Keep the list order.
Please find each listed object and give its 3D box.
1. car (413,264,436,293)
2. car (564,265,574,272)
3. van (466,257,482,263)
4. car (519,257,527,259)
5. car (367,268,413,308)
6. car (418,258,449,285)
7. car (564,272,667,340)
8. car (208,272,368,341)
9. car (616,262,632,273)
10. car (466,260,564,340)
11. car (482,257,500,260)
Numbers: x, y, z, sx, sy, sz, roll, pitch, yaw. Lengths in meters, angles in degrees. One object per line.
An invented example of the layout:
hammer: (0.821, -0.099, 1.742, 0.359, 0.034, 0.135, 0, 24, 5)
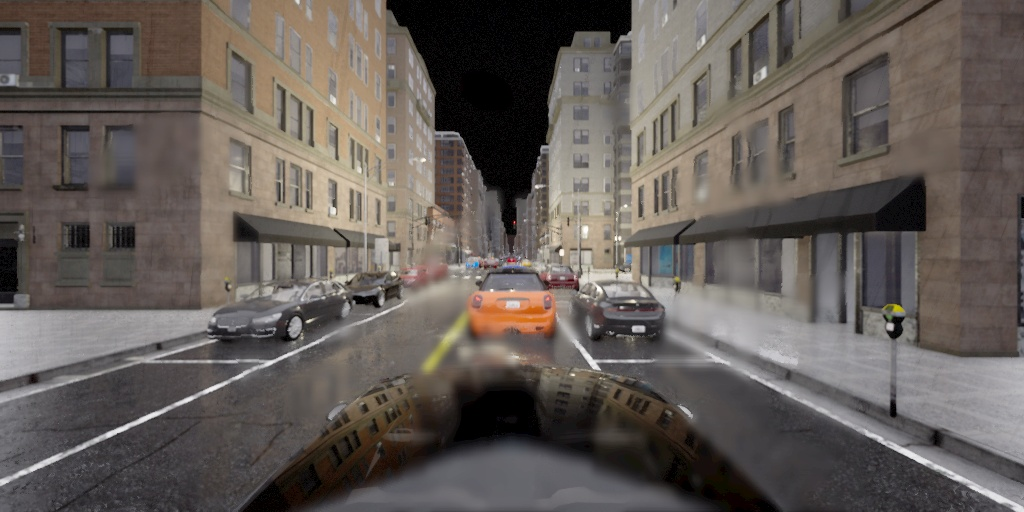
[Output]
car: (-5.873, 1.338, 20.744, 1.802, 1.307, 4.207, 0, 0, 0)
car: (2.653, 1.196, 20.777, 1.967, 1.591, 4.097, 0, 0, 0)
van: (-5.901, 1.101, 53.215, 1.690, 1.789, 3.998, 0, 0, 0)
car: (2.614, 1.287, 64.608, 1.751, 1.417, 4.829, 0, 0, 0)
car: (-5.868, 1.320, 15.220, 1.948, 1.339, 4.313, 0, 0, 0)
car: (-5.878, 1.072, 26.267, 2.192, 1.841, 5.009, 0, 0, 0)
car: (2.663, 1.303, 9.726, 2.007, 1.370, 4.403, 0, 0, 0)
car: (-5.863, 1.303, 9.696, 2.007, 1.370, 4.403, 0, 0, 0)
car: (14.525, 1.252, 41.412, 4.892, 1.490, 1.837, -1, 0, 1)
car: (0.015, 1.105, 10.105, 2.097, 1.767, 4.553, 0, 0, 0)
car: (-3.131, 1.238, 53.800, 1.882, 1.535, 5.008, 0, 0, 0)
